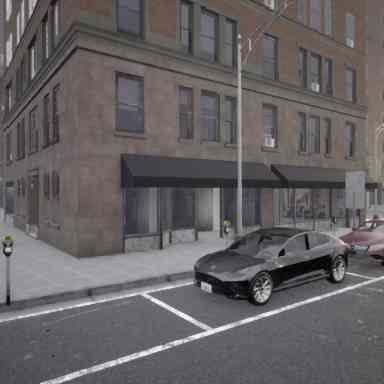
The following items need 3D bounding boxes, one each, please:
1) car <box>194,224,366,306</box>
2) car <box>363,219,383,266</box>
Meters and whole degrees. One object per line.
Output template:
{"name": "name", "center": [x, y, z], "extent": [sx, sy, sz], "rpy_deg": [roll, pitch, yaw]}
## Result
{"name": "car", "center": [2.058, 1.566, 8.037], "extent": [4.313, 1.339, 1.947], "rpy_deg": [0, 0, -36]}
{"name": "car", "center": [6.519, 1.582, 11.256], "extent": [4.206, 1.307, 1.802], "rpy_deg": [0, 0, -36]}
